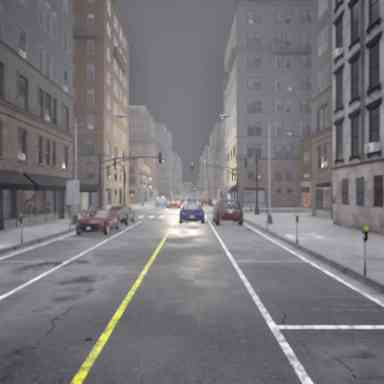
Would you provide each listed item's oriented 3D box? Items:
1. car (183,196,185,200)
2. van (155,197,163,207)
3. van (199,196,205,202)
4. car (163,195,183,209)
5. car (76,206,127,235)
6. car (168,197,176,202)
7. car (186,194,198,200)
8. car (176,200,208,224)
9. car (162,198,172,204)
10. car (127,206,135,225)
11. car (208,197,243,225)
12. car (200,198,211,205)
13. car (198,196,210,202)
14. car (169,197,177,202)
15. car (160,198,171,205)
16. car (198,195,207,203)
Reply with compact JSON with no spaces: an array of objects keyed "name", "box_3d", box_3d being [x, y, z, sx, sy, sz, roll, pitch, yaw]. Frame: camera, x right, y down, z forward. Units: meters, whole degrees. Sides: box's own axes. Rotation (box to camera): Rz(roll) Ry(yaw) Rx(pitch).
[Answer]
[{"name":"car","box_3d":[-2.789,1.925,64.842,2.033,1.411,5.357,0,0,1]},{"name":"van","box_3d":[-5.409,1.674,57.025,1.690,1.788,3.998,0,0,0]},{"name":"van","box_3d":[2.678,1.858,89.464,1.690,1.788,3.998,0,0,0]},{"name":"car","box_3d":[-2.807,1.650,50.693,2.097,1.767,4.553,0,0,-1]},{"name":"car","box_3d":[-5.389,1.662,19.550,1.887,1.381,4.507,0,0,0]},{"name":"car","box_3d":[-5.401,2.041,89.292,1.752,1.417,4.829,0,0,0]},{"name":"car","box_3d":[-0.001,1.822,80.521,2.097,1.767,4.553,0,0,0]},{"name":"car","box_3d":[-0.005,1.634,26.211,1.882,1.535,5.008,0,0,0]},{"name":"car","box_3d":[-5.405,1.970,73.242,1.887,1.381,4.507,0,0,0]},{"name":"car","box_3d":[-5.389,1.715,25.060,1.947,1.339,4.313,0,0,0]},{"name":"car","box_3d":[2.636,1.465,25.062,2.192,1.841,5.009,0,0,0]},{"name":"car","box_3d":[2.698,1.945,67.837,2.008,1.369,4.403,0,0,0]},{"name":"car","box_3d":[2.703,1.679,62.432,2.192,1.841,5.009,0,0,0]},{"name":"car","box_3d":[-5.400,2.098,94.867,2.008,1.369,4.403,0,0,0]},{"name":"car","box_3d":[-5.407,1.960,67.836,1.947,1.339,4.313,0,0,0]},{"name":"car","box_3d":[2.683,1.801,84.058,2.192,1.841,5.009,0,0,0]}]
